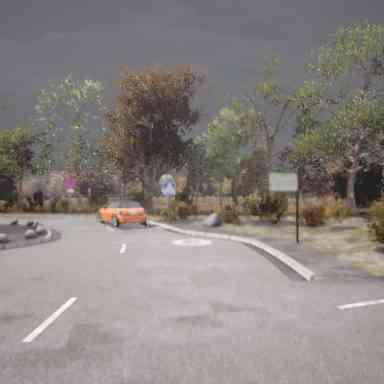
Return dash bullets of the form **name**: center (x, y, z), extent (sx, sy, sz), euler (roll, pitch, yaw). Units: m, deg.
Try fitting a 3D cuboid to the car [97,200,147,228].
- **car**: center (-4.872, 1.355, 22.687), extent (2.097, 1.767, 4.553), euler (0, 0, -33)
